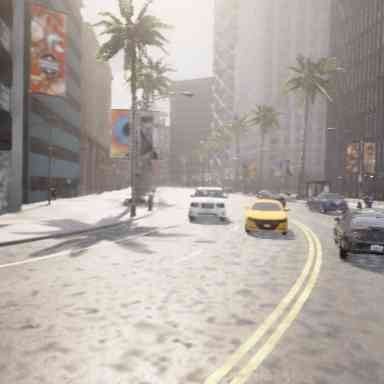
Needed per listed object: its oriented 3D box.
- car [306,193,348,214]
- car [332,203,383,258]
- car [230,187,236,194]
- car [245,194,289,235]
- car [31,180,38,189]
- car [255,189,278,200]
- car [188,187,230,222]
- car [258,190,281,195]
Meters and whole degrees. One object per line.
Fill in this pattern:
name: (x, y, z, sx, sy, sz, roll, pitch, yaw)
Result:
car: (11.666, 0.886, 28.939, 2.097, 1.767, 4.553, 1, 1, -2)
car: (5.994, 1.365, 11.454, 1.812, 1.442, 4.674, 2, 2, 21)
car: (9.151, -0.555, 84.370, 2.185, 1.767, 4.553, 1, 1, -6)
car: (3.745, 1.133, 16.744, 1.882, 1.535, 5.008, 2, 2, 12)
car: (-21.663, -0.583, 43.996, 2.435, 2.045, 5.566, 1, 1, -6)
car: (12.234, 0.372, 55.172, 2.231, 1.521, 4.892, 1, 1, -6)
car: (1.114, 0.697, 21.522, 2.150, 2.045, 5.566, 2, 1, 5)
car: (7.910, 0.841, 33.379, 1.837, 1.490, 4.892, 1, 1, -5)
